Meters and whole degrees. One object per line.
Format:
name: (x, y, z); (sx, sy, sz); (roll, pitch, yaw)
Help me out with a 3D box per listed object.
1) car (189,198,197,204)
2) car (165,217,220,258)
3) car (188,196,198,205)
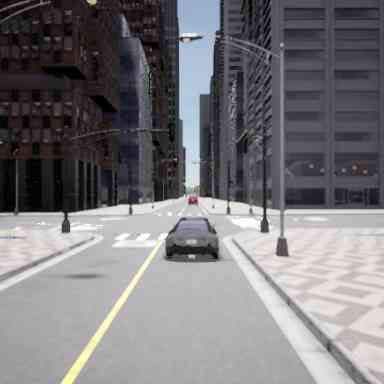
car: (0.315, 2.310, 86.334); (1.895, 1.301, 4.718); (0, -1, 0)
car: (0.091, 1.698, 13.461); (1.994, 1.385, 4.181); (0, 0, 3)
car: (0.262, 1.986, 75.911); (2.150, 2.045, 5.566); (0, -1, 0)
